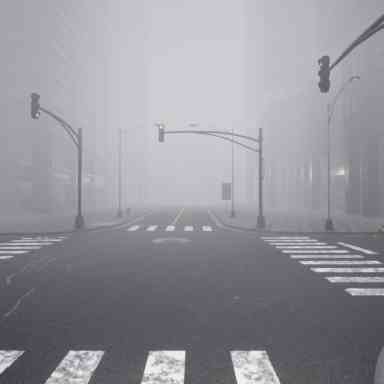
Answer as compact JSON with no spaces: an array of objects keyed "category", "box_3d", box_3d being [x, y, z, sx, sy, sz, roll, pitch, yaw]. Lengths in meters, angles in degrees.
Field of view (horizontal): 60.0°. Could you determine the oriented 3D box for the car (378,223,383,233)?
[{"category":"car","box_3d":[11.754,1.564,16.231,4.829,1.417,1.752,0,-1,0]}]
